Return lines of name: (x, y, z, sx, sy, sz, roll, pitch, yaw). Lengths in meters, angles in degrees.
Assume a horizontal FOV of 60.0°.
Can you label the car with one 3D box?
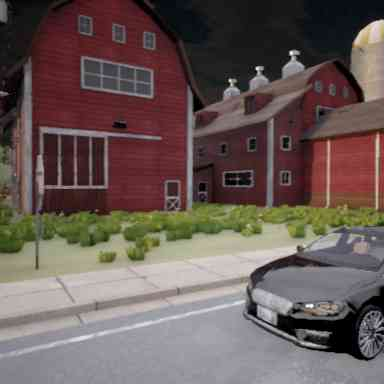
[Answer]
car: (3.125, 1.396, 5.787, 4.902, 1.511, 2.128, 0, 1, -31)
